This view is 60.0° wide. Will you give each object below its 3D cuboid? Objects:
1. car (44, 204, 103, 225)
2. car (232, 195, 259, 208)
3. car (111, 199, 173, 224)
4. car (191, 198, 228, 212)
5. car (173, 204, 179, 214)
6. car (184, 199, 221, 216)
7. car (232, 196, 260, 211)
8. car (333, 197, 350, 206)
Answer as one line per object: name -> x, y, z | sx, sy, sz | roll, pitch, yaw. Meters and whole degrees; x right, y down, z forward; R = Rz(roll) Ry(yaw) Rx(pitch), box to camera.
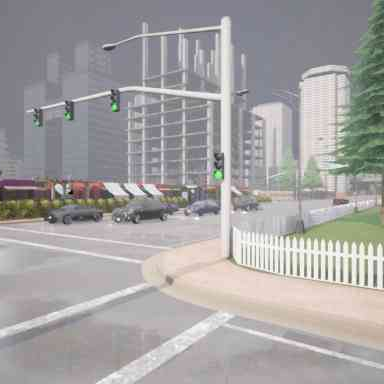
car -> -8.606, 1.564, 24.422 | 1.994, 1.385, 4.181 | 0, 0, 34
car -> 7.927, 1.352, 48.764 | 2.097, 1.767, 4.553 | 0, 0, 35
car -> -3.892, 1.352, 25.140 | 2.097, 1.767, 4.553 | 0, 0, 34
car -> 2.223, 1.547, 40.411 | 2.033, 1.411, 5.357 | 0, 0, 34
car -> -3.423, 1.547, 32.076 | 2.033, 1.411, 5.357 | 0, 0, 34
car -> 1.060, 1.526, 32.433 | 1.812, 1.442, 4.674 | 0, 0, 34
car -> 6.696, 1.505, 40.759 | 1.837, 1.490, 4.892 | 0, 0, 34
car -> 24.103, 1.478, 53.649 | 1.882, 1.535, 5.008 | 0, 0, 34
